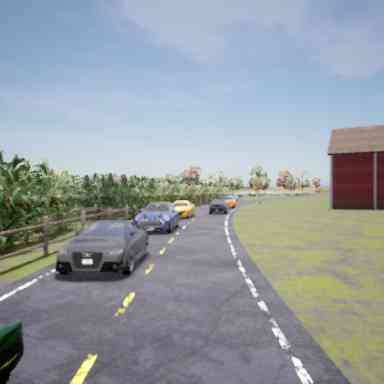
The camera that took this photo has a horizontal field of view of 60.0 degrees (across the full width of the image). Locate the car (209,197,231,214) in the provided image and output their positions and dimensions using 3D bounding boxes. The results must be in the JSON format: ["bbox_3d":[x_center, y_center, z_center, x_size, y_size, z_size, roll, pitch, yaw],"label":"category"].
[{"bbox_3d":[2.925,1.582,36.303,1.837,1.490,4.892,0,0,9],"label":"car"}]

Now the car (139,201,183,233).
[{"bbox_3d":[-2.029,1.420,20.326,2.097,1.767,4.553,0,0,5],"label":"car"}]

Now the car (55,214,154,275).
[{"bbox_3d":[-2.613,1.610,10.564,1.994,1.385,4.181,0,0,3],"label":"car"}]

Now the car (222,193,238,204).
[{"bbox_3d":[7.909,1.245,68.275,2.150,2.045,5.566,0,0,19],"label":"car"}]

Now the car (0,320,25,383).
[{"bbox_3d":[-2.731,1.618,1.392,1.895,1.301,4.718,0,0,-1],"label":"car"}]

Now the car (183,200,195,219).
[{"bbox_3d":[-0.919,1.558,30.603,1.882,1.535,5.008,0,0,8],"label":"car"}]

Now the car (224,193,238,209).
[{"bbox_3d":[5.254,1.425,48.074,2.097,1.767,4.553,0,0,13],"label":"car"}]
